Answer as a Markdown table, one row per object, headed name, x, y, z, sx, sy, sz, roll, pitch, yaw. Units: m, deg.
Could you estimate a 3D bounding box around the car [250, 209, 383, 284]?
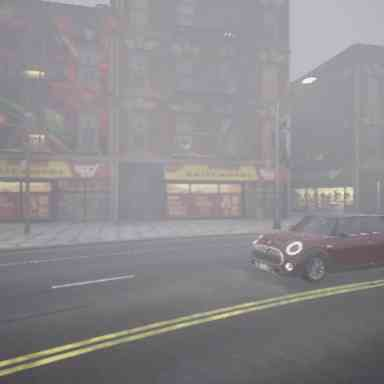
| name | x | y | z | sx | sy | sz | roll | pitch | yaw |
| --- | --- | --- | --- | --- | --- | --- | --- | --- | --- |
| car | 3.979 | 1.413 | 9.763 | 4.553 | 1.767 | 2.097 | 0 | 0 | -23 |
